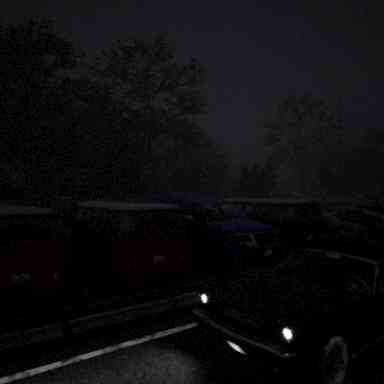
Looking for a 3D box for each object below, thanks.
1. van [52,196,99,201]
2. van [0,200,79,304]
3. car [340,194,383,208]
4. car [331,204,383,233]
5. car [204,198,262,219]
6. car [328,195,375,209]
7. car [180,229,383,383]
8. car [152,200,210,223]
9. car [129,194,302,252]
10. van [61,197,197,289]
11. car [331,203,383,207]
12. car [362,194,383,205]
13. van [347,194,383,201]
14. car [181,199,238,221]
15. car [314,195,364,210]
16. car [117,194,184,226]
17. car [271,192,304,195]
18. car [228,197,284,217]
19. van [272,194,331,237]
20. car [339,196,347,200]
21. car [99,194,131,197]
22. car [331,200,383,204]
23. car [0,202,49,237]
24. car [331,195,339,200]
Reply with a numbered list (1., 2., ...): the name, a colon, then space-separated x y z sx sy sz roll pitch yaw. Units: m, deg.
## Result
1. van: -7.792 1.234 21.208 1.878 1.987 4.442 0 0 -36
2. van: -4.278 1.258 7.638 1.878 1.987 4.442 0 0 -36
3. car: 21.731 1.074 41.969 1.946 1.575 5.366 -1 1 -36
4. car: 4.907 1.422 14.077 2.231 1.521 4.892 -1 0 -36
5. car: 3.459 1.351 29.345 1.946 1.575 5.366 -1 0 -36
6. car: 19.350 1.142 40.528 2.163 1.488 4.792 -1 1 -36
7. car: 2.333 1.566 5.351 4.718 1.301 1.895 -1 0 -36
8. car: -0.967 1.436 25.985 2.163 1.488 4.792 -1 0 -36
9. car: 0.365 1.205 10.784 2.435 2.045 5.566 0 0 -36
10. van: -1.999 1.244 9.269 1.878 1.987 4.442 0 0 -36
11. car: 7.192 1.440 15.701 2.002 1.452 4.674 -1 0 -36
12. car: 26.154 1.035 45.328 2.163 1.488 4.792 -1 1 -36
13. van: 11.682 1.119 19.062 1.878 1.987 4.442 -1 0 -36
14. car: 1.330 1.414 27.558 2.163 1.488 4.792 -1 0 -36
15. car: 17.106 1.149 38.894 2.231 1.521 4.892 -1 1 -36
16. car: -3.192 1.175 24.322 2.435 2.045 5.566 -1 0 -36
17. car: 10.353 1.003 34.017 2.435 2.045 5.566 -1 1 -36
18. car: 5.827 1.323 30.807 2.097 1.535 5.008 -1 0 -36
19. van: 2.558 1.216 12.532 1.878 1.987 4.442 -1 0 -36
20. car: 14.850 1.183 37.278 2.097 1.535 5.008 -1 1 -36
21. car: -5.483 1.194 22.752 2.435 2.045 5.566 0 0 -36
22. car: 9.456 1.406 17.362 2.163 1.488 4.792 -1 0 -36
23. car: -10.087 1.470 19.650 1.946 1.575 5.366 0 0 -36
24. car: 12.593 1.219 35.662 2.097 1.535 5.008 -1 1 -36
